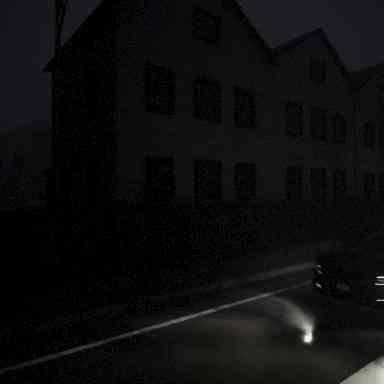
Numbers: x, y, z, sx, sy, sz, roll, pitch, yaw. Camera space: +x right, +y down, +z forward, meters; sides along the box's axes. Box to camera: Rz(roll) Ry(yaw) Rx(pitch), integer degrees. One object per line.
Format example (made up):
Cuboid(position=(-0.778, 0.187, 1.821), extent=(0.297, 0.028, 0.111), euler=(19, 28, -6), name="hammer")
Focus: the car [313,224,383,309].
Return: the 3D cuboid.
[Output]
Cuboid(position=(4.784, 1.492, 7.688), extent=(5.008, 1.535, 1.882), euler=(0, 0, -37), name="car")
